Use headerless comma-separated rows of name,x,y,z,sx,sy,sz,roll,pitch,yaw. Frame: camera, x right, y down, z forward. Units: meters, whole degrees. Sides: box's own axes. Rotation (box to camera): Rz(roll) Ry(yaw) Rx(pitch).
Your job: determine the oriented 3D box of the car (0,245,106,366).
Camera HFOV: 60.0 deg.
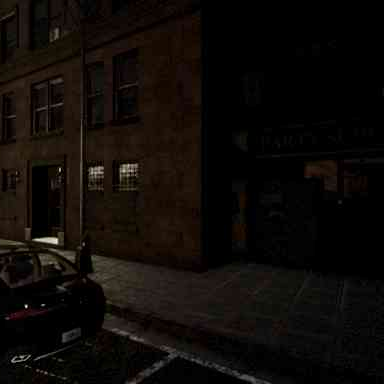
car,-3.274,1.550,5.434,4.403,1.369,2.008,0,0,36
